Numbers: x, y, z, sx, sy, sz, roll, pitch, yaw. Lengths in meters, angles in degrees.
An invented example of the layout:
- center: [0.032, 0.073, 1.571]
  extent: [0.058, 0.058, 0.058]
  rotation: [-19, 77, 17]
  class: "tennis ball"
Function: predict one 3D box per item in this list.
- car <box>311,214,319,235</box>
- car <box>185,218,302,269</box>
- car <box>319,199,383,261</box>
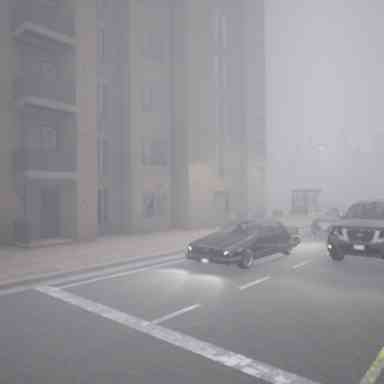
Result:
- center: [8.510, 1.624, 19.206]
  extent: [2.128, 1.511, 4.902]
  rotation: [-1, -1, 42]
  class: "car"
- center: [2.134, 1.668, 11.957]
  extent: [2.033, 1.411, 5.357]
  rotation: [-1, -1, 41]
  class: "car"
- center: [6.768, 1.289, 11.938]
  extent: [2.150, 2.045, 5.566]
  rotation: [-1, -1, 41]
  class: "car"
